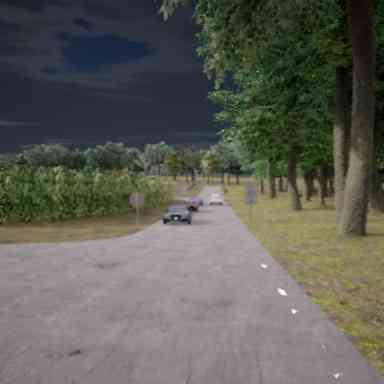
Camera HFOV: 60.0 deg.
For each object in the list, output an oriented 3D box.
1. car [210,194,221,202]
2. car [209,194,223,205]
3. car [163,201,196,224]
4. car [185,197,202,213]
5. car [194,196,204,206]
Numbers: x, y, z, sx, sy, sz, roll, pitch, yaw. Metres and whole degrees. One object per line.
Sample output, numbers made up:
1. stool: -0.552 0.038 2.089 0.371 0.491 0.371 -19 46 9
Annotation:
1. car: 4.397 1.072 63.119 1.812 1.442 4.674 -1 1 1
2. car: 3.678 1.333 50.681 1.895 1.301 4.718 -1 1 4
3. car: -1.002 1.630 25.170 1.994 1.385 4.181 -1 0 3
4. car: -0.213 1.559 36.762 1.895 1.301 4.718 -1 1 4
5. car: 0.654 1.350 49.048 1.994 1.385 4.181 -1 1 5
